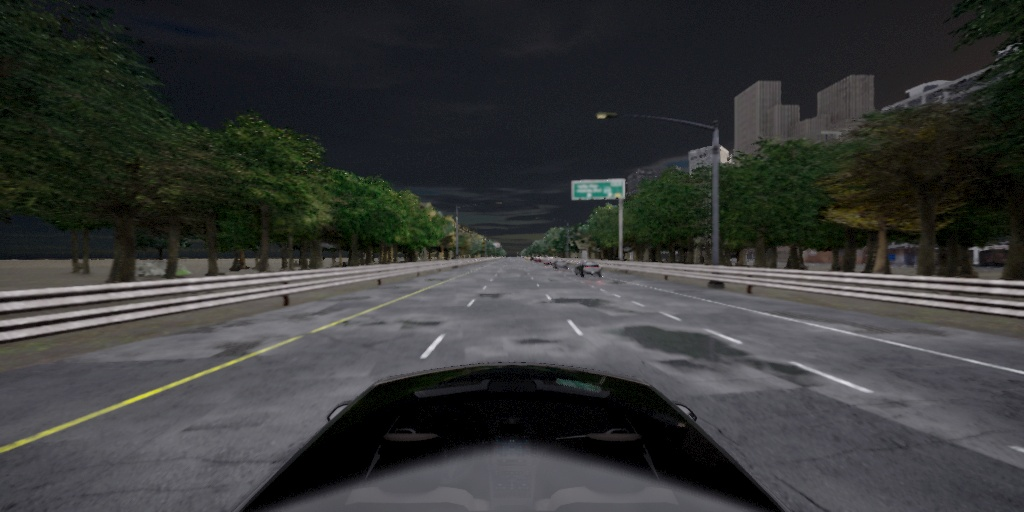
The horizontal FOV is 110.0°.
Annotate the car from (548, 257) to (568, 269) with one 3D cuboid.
[{"bbox_3d":[7.133,1.218,53.675,2.128,1.511,4.902,0,0,0],"label":"car"}]

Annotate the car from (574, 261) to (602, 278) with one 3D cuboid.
[{"bbox_3d":[7.063,1.232,33.725,2.128,1.511,4.902,0,0,0],"label":"car"}]
